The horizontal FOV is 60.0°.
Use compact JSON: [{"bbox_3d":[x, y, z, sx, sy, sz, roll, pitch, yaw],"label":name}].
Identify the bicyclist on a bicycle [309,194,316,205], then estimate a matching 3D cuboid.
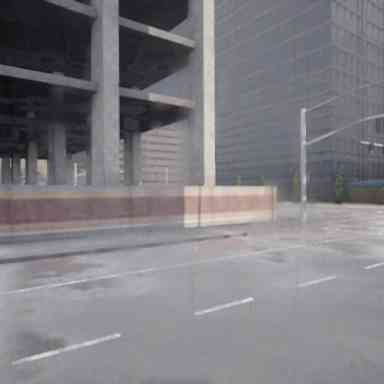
[{"bbox_3d":[16.746,1.050,46.302,1.656,1.620,0.582,-1,0,-36],"label":"bicyclist on a bicycle"}]
